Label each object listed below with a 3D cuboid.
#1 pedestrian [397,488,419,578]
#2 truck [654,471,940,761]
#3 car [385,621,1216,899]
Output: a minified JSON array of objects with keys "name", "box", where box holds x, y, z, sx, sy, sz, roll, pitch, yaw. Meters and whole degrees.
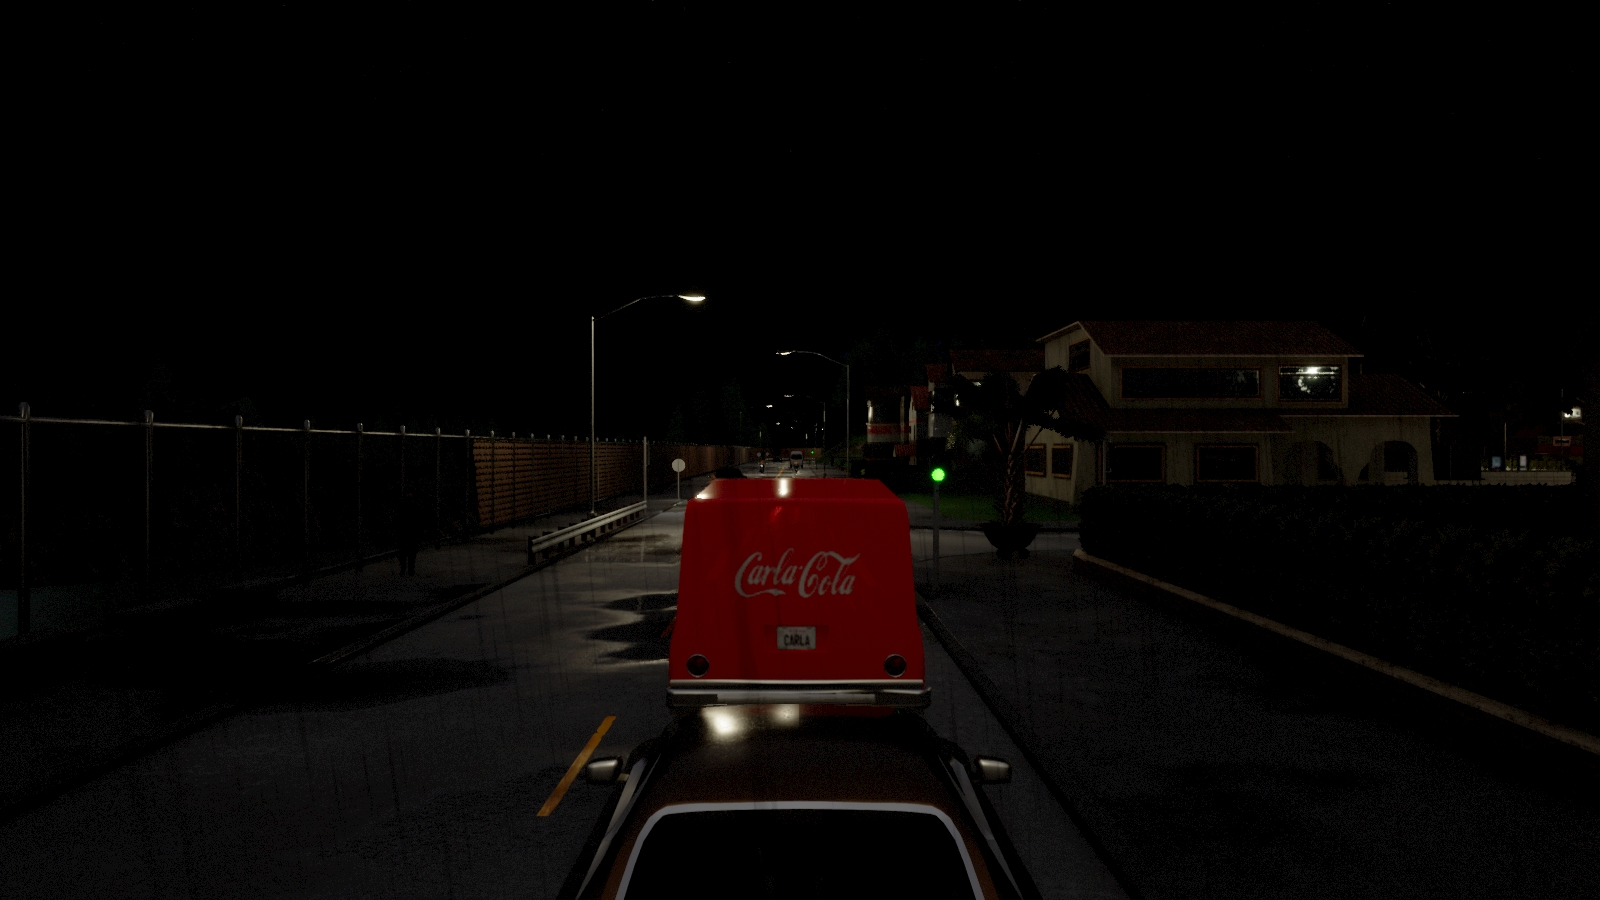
[{"name":"pedestrian","box":[-8.244,1.736,24.050,0.375,1.860,0.375,0,0,-8]},{"name":"truck","box":[-0.030,1.580,13.116,2.627,2.467,5.204,0,1,0]},{"name":"car","box":[-0.006,1.990,5.243,2.152,1.651,5.027,0,0,0]}]
